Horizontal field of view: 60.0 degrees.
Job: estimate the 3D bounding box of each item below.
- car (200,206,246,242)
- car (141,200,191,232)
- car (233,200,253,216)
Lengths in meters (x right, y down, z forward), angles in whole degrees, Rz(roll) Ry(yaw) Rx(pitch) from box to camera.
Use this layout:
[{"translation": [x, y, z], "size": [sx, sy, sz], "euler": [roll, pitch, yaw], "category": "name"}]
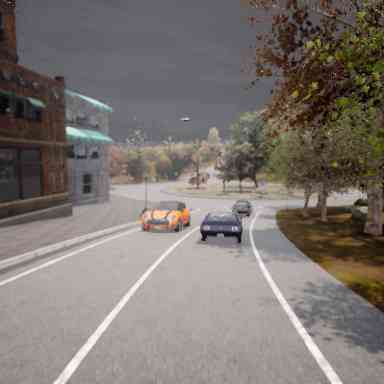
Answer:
[{"translation": [1.569, 1.609, 16.642], "size": [1.895, 1.301, 4.718], "euler": [1, 0, 8], "category": "car"}, {"translation": [-1.420, 1.303, 19.720], "size": [2.097, 1.767, 4.553], "euler": [1, 0, 10], "category": "car"}, {"translation": [5.057, 1.552, 33.384], "size": [2.033, 1.411, 5.357], "euler": [2, 2, 15], "category": "car"}]
